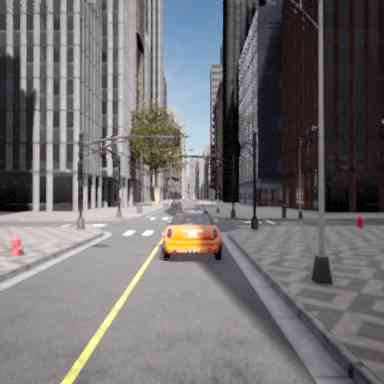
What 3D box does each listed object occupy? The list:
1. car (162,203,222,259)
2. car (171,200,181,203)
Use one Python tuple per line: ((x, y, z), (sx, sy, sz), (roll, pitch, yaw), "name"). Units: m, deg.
((0.025, 1.493, 13.427), (2.097, 1.767, 4.553), (0, -1, 0), "car")
((-3.032, 2.252, 63.716), (1.994, 1.385, 4.181), (0, -1, 1), "car")
